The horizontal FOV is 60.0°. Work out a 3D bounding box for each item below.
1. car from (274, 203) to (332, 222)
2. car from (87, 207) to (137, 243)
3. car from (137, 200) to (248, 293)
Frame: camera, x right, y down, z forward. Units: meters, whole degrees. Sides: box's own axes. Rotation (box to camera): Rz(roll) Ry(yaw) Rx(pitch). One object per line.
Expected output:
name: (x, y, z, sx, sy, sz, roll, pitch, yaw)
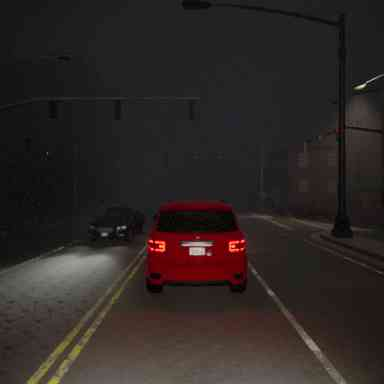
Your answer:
car: (9.880, 1.723, 29.676, 4.892, 1.490, 1.837, 7, 0, 1)
car: (-3.518, 1.493, 16.196, 2.128, 1.511, 4.902, 0, 0, 3)
car: (0.095, 1.221, 9.015, 2.150, 2.045, 5.566, 0, 0, 0)
